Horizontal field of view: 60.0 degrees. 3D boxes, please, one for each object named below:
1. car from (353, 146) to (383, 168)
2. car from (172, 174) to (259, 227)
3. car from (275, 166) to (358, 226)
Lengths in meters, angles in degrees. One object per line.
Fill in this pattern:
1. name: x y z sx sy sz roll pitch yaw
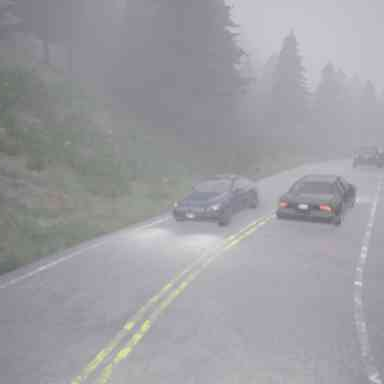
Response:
1. car: 15.555 -3.145 28.889 2.097 1.767 4.553 4 11 37
2. car: 1.078 0.125 12.289 1.812 1.442 4.674 3 10 29
3. car: 4.594 0.107 11.851 2.033 1.411 5.357 4 11 32
